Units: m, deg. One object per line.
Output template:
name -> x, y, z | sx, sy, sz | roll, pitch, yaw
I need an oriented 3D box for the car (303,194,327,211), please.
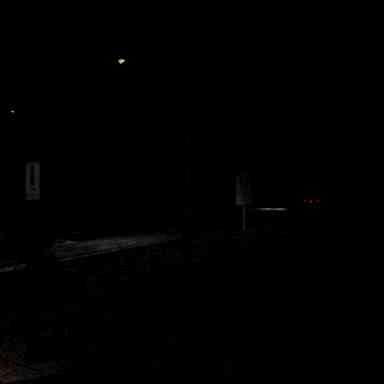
car -> 15.539, 1.234, 41.326 | 2.150, 2.045, 5.566 | -1, -1, 35

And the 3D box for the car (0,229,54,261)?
car -> -6.704, 1.577, 9.957 | 1.895, 1.301, 4.718 | -1, 0, 35

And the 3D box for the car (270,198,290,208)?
car -> 13.083, 1.614, 49.095 | 1.812, 1.442, 4.674 | -1, -1, 35
